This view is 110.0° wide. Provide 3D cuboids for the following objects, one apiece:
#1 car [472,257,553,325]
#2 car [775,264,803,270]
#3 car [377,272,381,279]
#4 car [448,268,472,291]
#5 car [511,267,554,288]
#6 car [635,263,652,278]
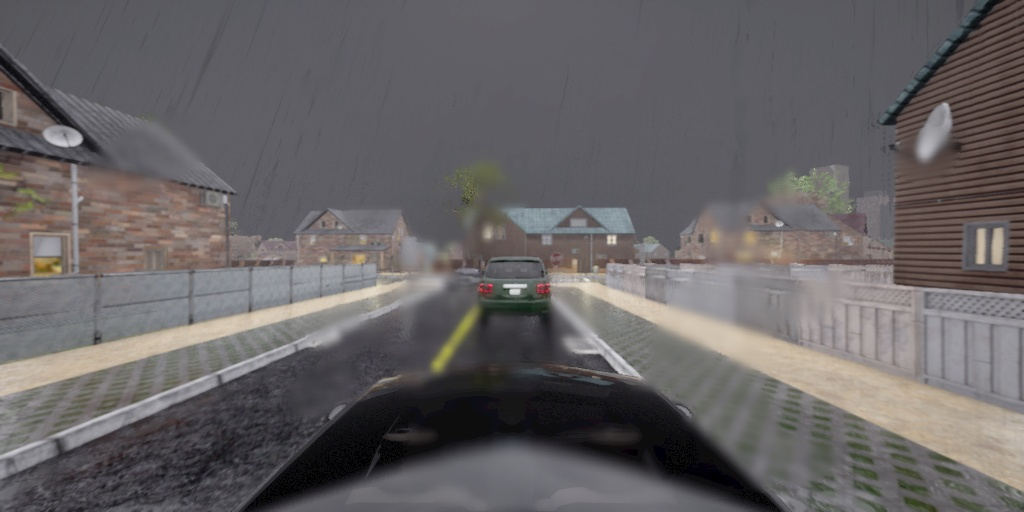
[{"bbox_3d":[0.115,1.034,12.185,2.150,2.045,5.566,0,0,0],"label":"car"},{"bbox_3d":[24.981,1.427,31.725,5.357,1.411,2.033,0,1,2],"label":"car"},{"bbox_3d":[-13.454,1.474,30.091,4.674,1.442,1.812,0,1,2],"label":"car"},{"bbox_3d":[-2.729,1.436,22.656,1.994,1.385,4.181,0,0,0],"label":"car"},{"bbox_3d":[1.591,1.488,26.379,1.994,1.385,4.181,-1,-2,21],"label":"car"},{"bbox_3d":[11.540,1.378,32.173,4.902,1.511,2.128,0,1,2],"label":"car"}]
